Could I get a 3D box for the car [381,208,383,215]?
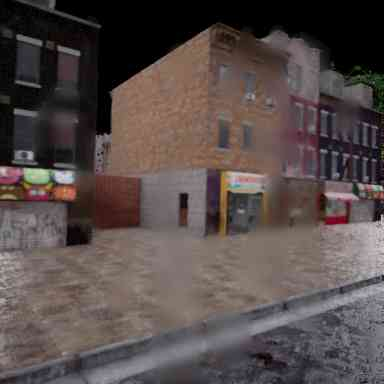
[{"bbox_3d":[27.190,2.459,44.298,2.008,1.369,4.403,2,-2,-36],"label":"car"}]
